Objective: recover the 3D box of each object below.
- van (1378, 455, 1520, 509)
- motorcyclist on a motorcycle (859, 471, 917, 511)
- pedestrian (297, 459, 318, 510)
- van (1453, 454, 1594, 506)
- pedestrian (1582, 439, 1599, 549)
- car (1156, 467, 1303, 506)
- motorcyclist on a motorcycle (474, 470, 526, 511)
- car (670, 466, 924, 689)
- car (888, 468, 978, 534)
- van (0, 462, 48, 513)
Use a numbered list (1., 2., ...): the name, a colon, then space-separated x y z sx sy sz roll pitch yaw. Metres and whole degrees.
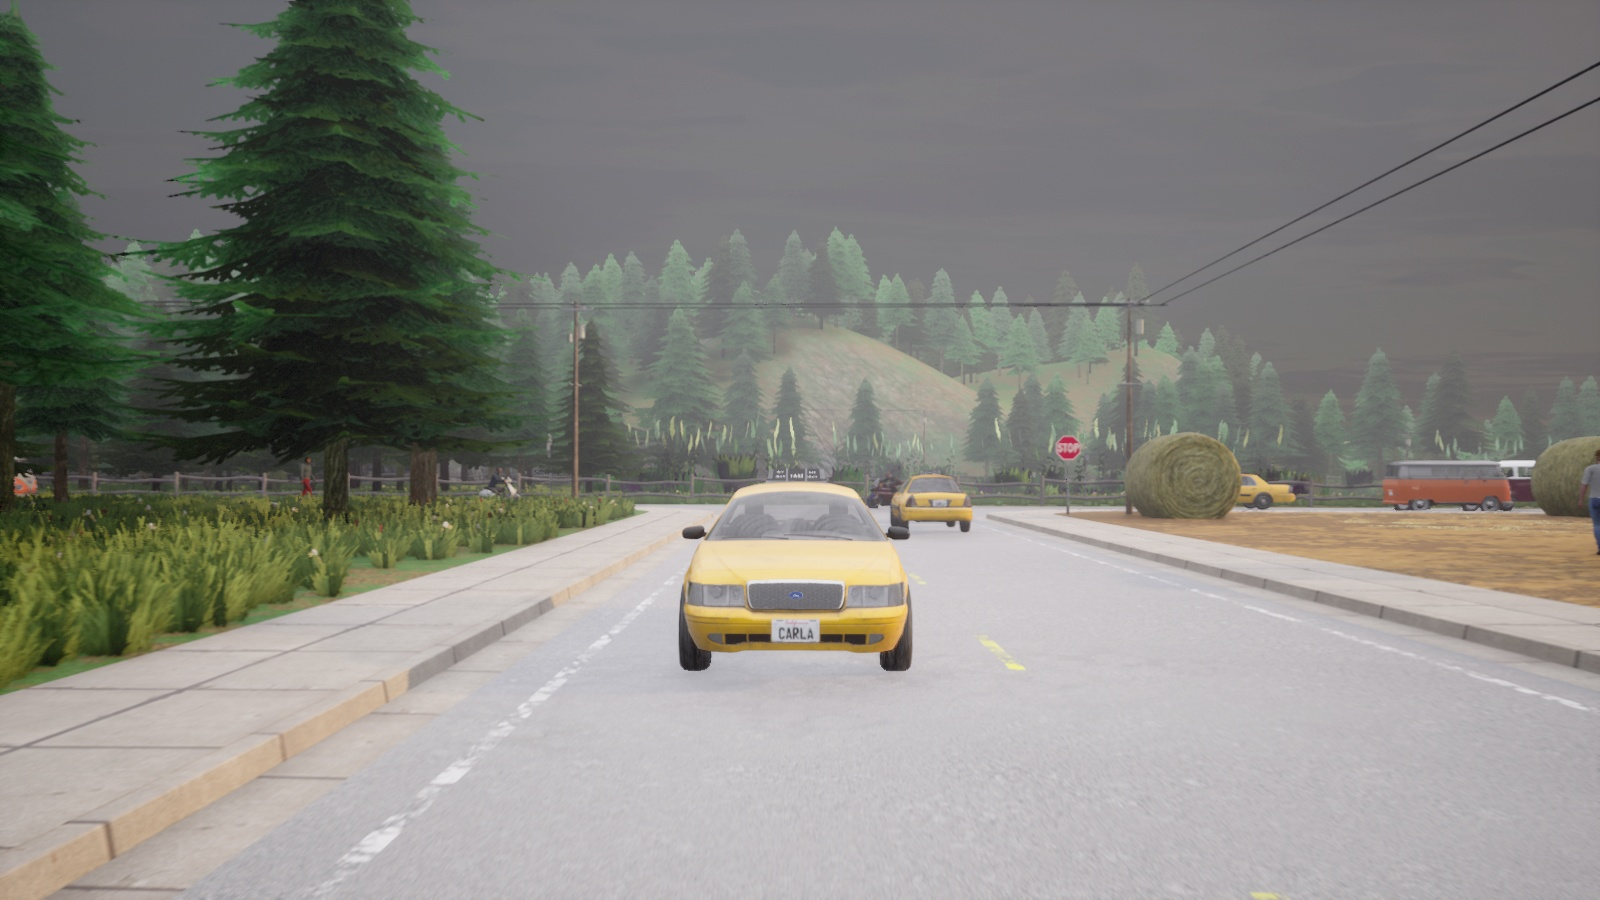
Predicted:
1. van: 24.529 1.211 47.560 4.442 1.987 1.775 0 -1 3
2. motorcyclist on a motorcycle: 3.543 1.634 50.471 2.191 1.530 0.866 0 1 -26
3. pedestrian: -17.764 1.250 45.282 0.614 1.847 0.353 0 -1 15
4. van: 29.241 1.217 50.846 4.480 2.038 2.069 0 -1 3
5. pedestrian: 13.581 0.741 21.370 0.354 1.836 0.706 -1 -1 25
6. car: 17.509 1.488 51.384 5.366 1.575 1.801 0 -1 3
7. motorcyclist on a motorcycle: -11.759 1.584 49.230 1.817 1.590 0.866 0 -1 3
8. car: -0.028 0.941 11.592 1.801 1.575 5.366 0 -1 0
9. car: 3.420 1.281 33.163 1.801 1.575 5.366 0 -1 0
10. van: -32.579 1.484 49.826 4.442 1.987 1.775 0 -1 1
